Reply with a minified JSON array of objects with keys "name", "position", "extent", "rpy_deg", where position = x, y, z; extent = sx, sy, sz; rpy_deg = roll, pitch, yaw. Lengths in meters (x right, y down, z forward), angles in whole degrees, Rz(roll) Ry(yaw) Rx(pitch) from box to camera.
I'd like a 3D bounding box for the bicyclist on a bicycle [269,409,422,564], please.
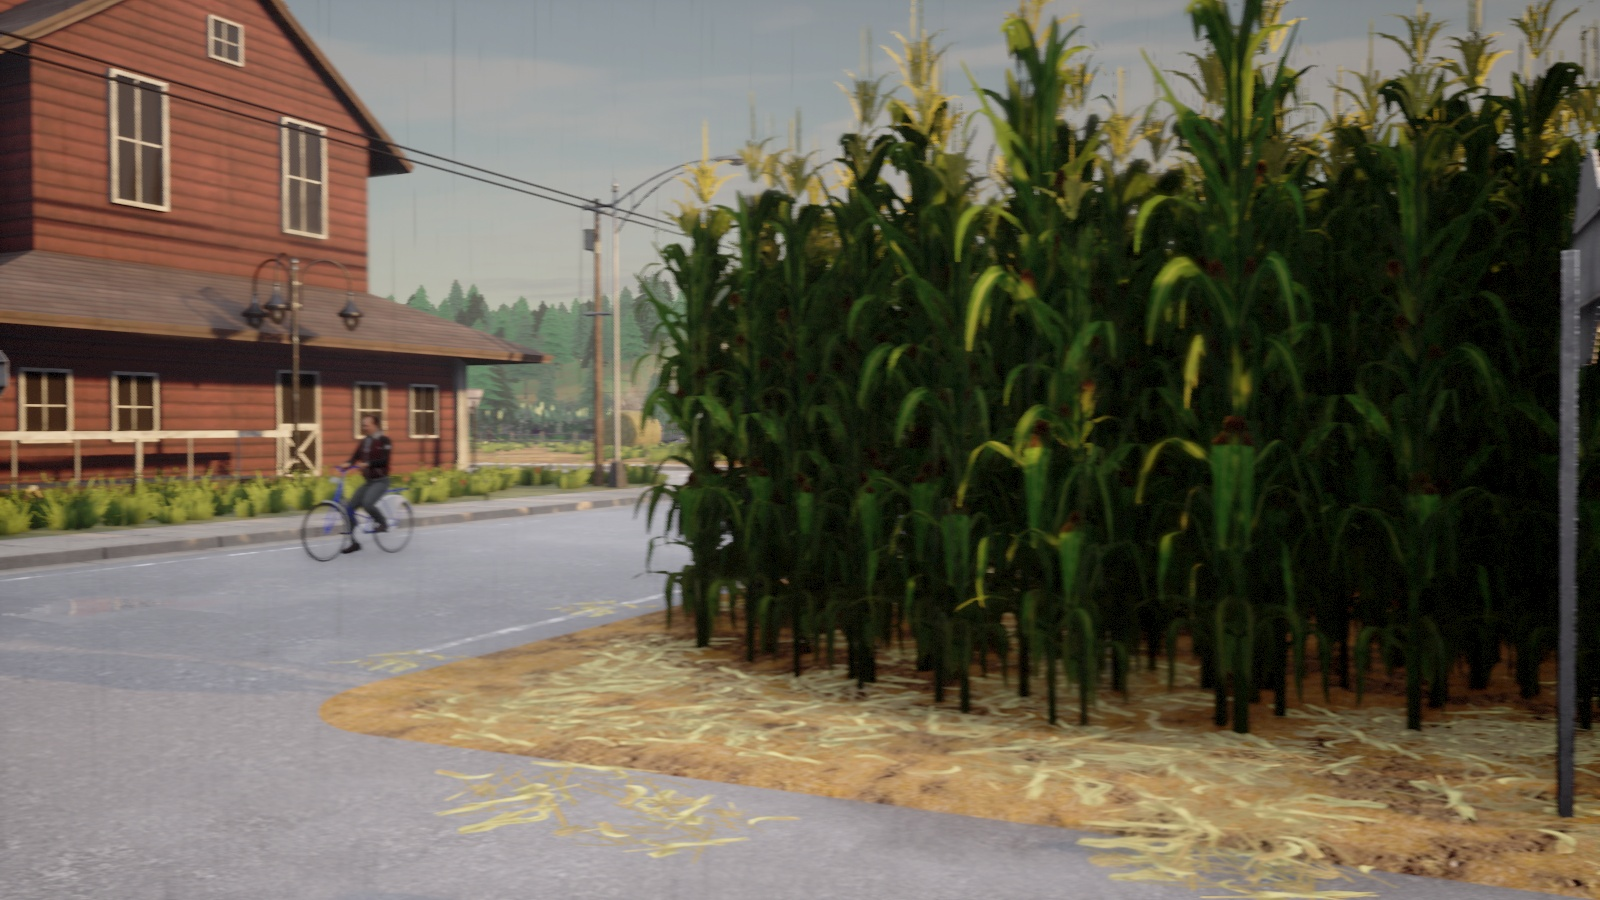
[{"name":"bicyclist on a bicycle","position":[-5.538,0.408,15.422],"extent":[0.659,1.776,1.843],"rpy_deg":[1,1,25]}]
